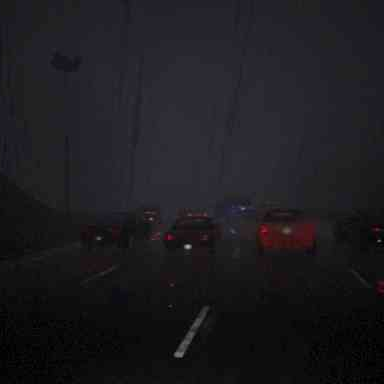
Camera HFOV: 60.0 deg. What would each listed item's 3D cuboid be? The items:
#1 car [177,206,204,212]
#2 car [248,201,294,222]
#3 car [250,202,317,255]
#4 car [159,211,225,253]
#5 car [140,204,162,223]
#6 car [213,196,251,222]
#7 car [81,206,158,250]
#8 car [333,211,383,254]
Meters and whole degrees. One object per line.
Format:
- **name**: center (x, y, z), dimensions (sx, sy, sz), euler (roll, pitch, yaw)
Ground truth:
- **car**: center (-0.043, 1.805, 27.415), dimensions (1.895, 1.301, 4.718), euler (-1, 0, -11)
- **car**: center (6.749, 1.601, 29.047), dimensions (1.882, 1.535, 5.008), euler (-1, 0, -12)
- **car**: center (3.636, 1.403, 13.713), dimensions (2.097, 1.767, 4.553), euler (-1, -1, 9)
- **car**: center (0.193, 1.705, 14.297), dimensions (1.895, 1.301, 4.718), euler (-1, 0, 9)
- **car**: center (-3.532, 1.756, 26.957), dimensions (1.837, 1.490, 4.892), euler (-1, 0, -11)
- **car**: center (3.414, 1.378, 27.959), dimensions (2.150, 2.045, 5.566), euler (-1, 0, -11)
- **car**: center (-3.228, 1.635, 15.212), dimensions (1.882, 1.535, 5.008), euler (-1, 0, 8)
- **car**: center (7.119, 1.495, 13.367), dimensions (2.128, 1.511, 4.902), euler (-1, 0, 9)
